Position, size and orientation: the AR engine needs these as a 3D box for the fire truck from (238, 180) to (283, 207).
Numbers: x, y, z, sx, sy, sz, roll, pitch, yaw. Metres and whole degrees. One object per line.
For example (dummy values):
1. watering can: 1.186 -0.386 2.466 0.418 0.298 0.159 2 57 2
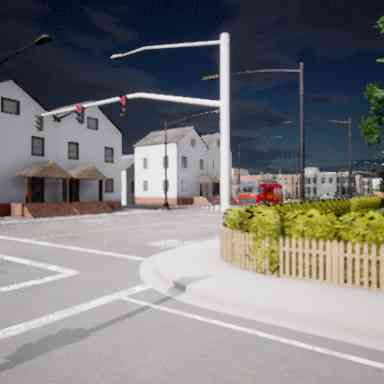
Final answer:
1. fire truck: 9.180 0.391 43.842 2.891 3.827 8.468 0 0 35
